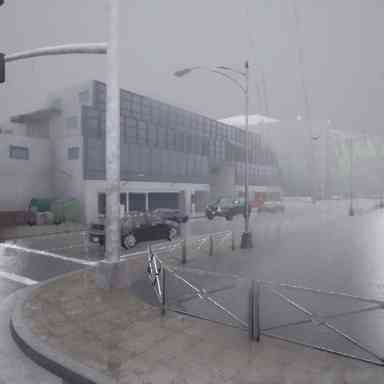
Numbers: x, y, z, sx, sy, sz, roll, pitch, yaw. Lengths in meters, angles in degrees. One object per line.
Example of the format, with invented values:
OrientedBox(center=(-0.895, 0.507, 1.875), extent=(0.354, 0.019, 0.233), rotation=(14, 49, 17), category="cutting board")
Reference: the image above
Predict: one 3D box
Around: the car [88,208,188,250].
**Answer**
OrientedBox(center=(-2.498, 1.683, 15.507), extent=(1.837, 1.490, 4.892), rotation=(0, 0, 36), category="car")

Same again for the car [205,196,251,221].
OrientedBox(center=(3.427, 1.398, 30.183), extent=(2.150, 2.045, 5.566), rotation=(0, 0, 36), category="car")

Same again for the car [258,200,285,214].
OrientedBox(center=(9.201, 1.702, 38.256), extent=(1.812, 1.442, 4.674), rotation=(0, 0, 36), category="car")
